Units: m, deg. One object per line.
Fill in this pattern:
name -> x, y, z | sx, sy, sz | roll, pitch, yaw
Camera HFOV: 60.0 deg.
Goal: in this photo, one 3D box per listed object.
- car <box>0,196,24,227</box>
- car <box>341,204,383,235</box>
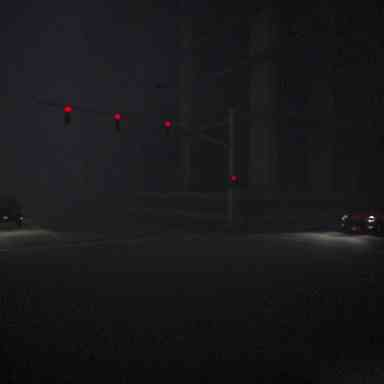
car -> -13.373, 1.290, 23.388 | 2.150, 2.045, 5.566 | 1, 0, -35
car -> 11.179, 1.548, 20.439 | 4.553, 1.767, 2.097 | 1, 0, -35
